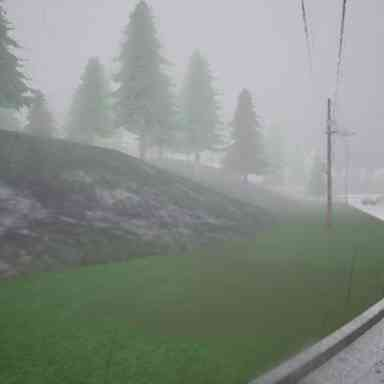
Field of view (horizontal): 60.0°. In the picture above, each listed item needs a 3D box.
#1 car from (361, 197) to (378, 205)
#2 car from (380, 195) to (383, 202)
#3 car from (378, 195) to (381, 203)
[{"bbox_3d":[33.352,1.728,62.975,1.994,1.385,4.181,0,0,22],"label":"car"},{"bbox_3d":[35.669,1.672,59.351,2.128,1.511,4.902,0,0,22],"label":"car"},{"bbox_3d":[39.395,1.444,68.636,2.097,1.767,4.553,0,0,22],"label":"car"}]
